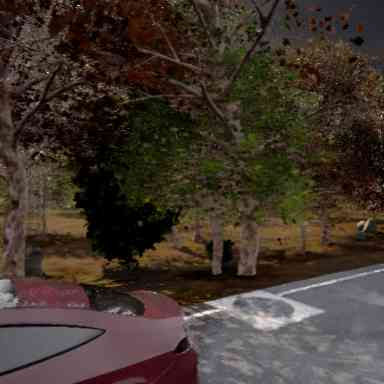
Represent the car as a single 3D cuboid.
[{"bbox_3d":[-2.092,1.526,2.536,4.674,1.442,1.812,0,0,-35],"label":"car"}]
